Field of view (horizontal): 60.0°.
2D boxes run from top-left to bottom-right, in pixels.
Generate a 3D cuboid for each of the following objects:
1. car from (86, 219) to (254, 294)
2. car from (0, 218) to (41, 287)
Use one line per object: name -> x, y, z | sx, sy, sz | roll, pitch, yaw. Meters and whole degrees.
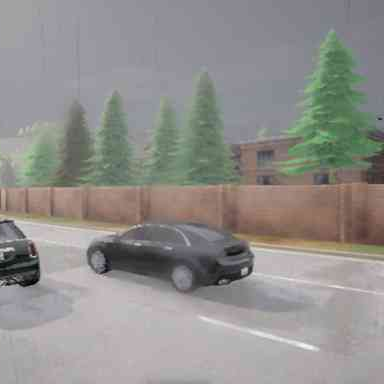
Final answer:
car -> -0.794, 1.492, 8.809 | 4.892, 1.490, 1.837 | 1, 0, 36
car -> -5.703, 1.334, 8.035 | 4.553, 1.767, 2.097 | 1, 0, 36
